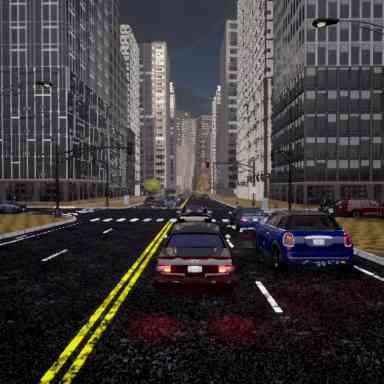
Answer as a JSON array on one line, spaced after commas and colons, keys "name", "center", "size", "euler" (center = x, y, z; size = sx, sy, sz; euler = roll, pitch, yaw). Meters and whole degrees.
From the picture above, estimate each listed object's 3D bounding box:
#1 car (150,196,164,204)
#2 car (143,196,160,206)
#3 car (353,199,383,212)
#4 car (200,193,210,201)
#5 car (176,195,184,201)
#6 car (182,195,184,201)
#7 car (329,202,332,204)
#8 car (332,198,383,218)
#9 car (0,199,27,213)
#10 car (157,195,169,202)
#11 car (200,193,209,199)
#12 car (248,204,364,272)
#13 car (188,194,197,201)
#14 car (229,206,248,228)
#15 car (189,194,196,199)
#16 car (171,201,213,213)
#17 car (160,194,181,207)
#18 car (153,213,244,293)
[{"name": "car", "center": [-6.446, 1.497, 62.373], "size": [2.033, 1.411, 5.357], "euler": [0, 0, 0]}, {"name": "car", "center": [-6.498, 1.466, 52.493], "size": [1.837, 1.490, 4.892], "euler": [0, 0, 0]}, {"name": "car", "center": [21.881, 1.640, 39.279], "size": [4.829, 1.417, 1.752], "euler": [1, 0, 1]}, {"name": "car", "center": [3.401, 1.392, 81.814], "size": [1.882, 1.535, 5.008], "euler": [0, 0, 0]}, {"name": "car", "center": [-3.095, 1.407, 85.040], "size": [1.837, 1.490, 4.892], "euler": [0, 0, 0]}, {"name": "car", "center": [-3.122, 1.534, 70.305], "size": [1.895, 1.301, 4.718], "euler": [0, 0, 0]}, {"name": "car", "center": [16.482, 1.614, 36.811], "size": [4.892, 1.490, 1.837], "euler": [0, 1, -1]}, {"name": "car", "center": [16.258, 1.517, 31.003], "size": [5.009, 1.841, 2.192], "euler": [1, 0, 1]}, {"name": "car", "center": [-19.952, 1.384, 34.257], "size": [5.357, 1.411, 2.033], "euler": [1, 1, 1]}, {"name": "car", "center": [-6.367, 1.475, 73.043], "size": [2.033, 1.411, 5.357], "euler": [0, 0, 0]}, {"name": "car", "center": [3.419, 1.093, 92.203], "size": [2.097, 1.767, 4.553], "euler": [0, 0, 0]}, {"name": "car", "center": [3.369, 1.347, 10.944], "size": [2.097, 1.767, 4.553], "euler": [0, 0, 0]}, {"name": "car", "center": [0.150, 1.414, 81.823], "size": [1.837, 1.490, 4.892], "euler": [0, 0, 0]}, {"name": "car", "center": [3.388, 1.536, 20.329], "size": [2.033, 1.411, 5.357], "euler": [0, 0, 0]}, {"name": "car", "center": [0.169, 1.278, 92.240], "size": [2.033, 1.411, 5.357], "euler": [0, 0, 0]}, {"name": "car", "center": [0.135, 1.481, 18.719], "size": [2.128, 1.511, 4.902], "euler": [0, 0, 0]}, {"name": "car", "center": [-3.229, 1.315, 50.653], "size": [2.097, 1.767, 4.553], "euler": [0, 0, -1]}, {"name": "car", "center": [0.110, 1.543, 8.974], "size": [2.033, 1.411, 5.357], "euler": [0, 0, 1]}]
